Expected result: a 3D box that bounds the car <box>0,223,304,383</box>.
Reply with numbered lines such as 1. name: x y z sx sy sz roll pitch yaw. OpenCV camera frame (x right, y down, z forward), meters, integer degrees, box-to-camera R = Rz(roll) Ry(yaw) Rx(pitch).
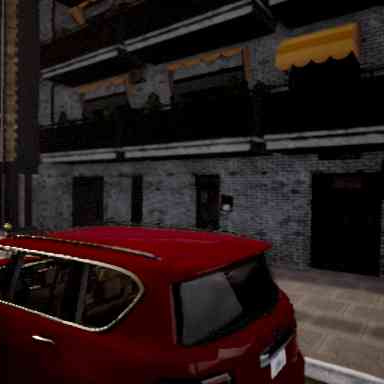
1. car: -1.319 1.314 3.800 5.009 1.841 2.192 0 1 36
